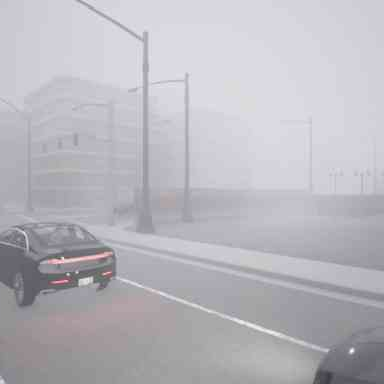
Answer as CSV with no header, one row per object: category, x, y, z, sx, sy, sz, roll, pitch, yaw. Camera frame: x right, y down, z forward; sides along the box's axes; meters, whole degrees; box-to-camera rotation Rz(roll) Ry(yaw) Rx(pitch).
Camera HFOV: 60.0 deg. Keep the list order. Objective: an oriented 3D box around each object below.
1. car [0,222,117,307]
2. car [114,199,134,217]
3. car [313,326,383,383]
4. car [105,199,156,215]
car,-3.683,1.492,8.121,2.128,1.511,4.902,0,0,-43
car,-5.081,1.601,31.031,4.718,1.301,1.895,0,0,-44
car,3.129,1.505,1.630,4.892,1.490,1.837,0,0,38
car,-6.356,1.491,34.936,4.902,1.511,2.128,0,0,-44
